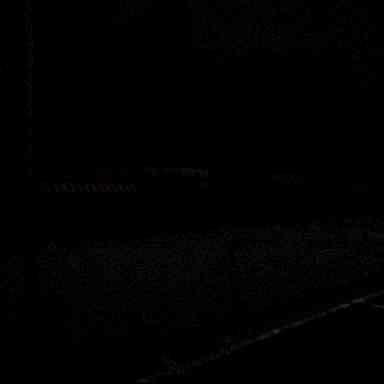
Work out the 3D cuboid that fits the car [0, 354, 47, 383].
[{"bbox_3d":[-2.706,1.557,0.880,4.507,1.381,1.887,0,0,-35],"label":"car"}]
